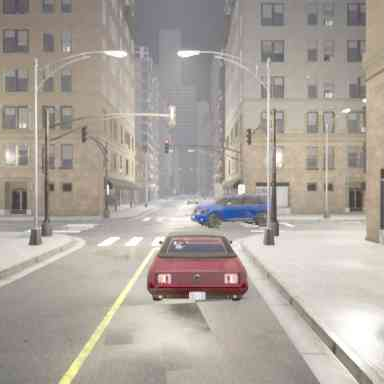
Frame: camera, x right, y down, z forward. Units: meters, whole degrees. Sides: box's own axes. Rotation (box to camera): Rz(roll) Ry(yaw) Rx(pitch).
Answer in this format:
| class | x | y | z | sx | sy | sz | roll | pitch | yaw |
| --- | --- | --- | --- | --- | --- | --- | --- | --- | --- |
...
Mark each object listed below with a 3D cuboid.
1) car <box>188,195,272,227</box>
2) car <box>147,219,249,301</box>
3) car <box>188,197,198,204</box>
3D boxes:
| class | x | y | z | sx | sy | sz | roll | pitch | yaw |
| --- | --- | --- | --- | --- | --- | --- | --- | --- | --- |
| car | 2.713 | 1.212 | 21.646 | 5.566 | 2.045 | 2.150 | 0 | 0 | -18 |
| car | 0.093 | 1.598 | 8.261 | 1.895 | 1.301 | 4.718 | 0 | 0 | 0 |
| car | 0.178 | 1.569 | 62.656 | 1.895 | 1.301 | 4.718 | 0 | 0 | 0 |
